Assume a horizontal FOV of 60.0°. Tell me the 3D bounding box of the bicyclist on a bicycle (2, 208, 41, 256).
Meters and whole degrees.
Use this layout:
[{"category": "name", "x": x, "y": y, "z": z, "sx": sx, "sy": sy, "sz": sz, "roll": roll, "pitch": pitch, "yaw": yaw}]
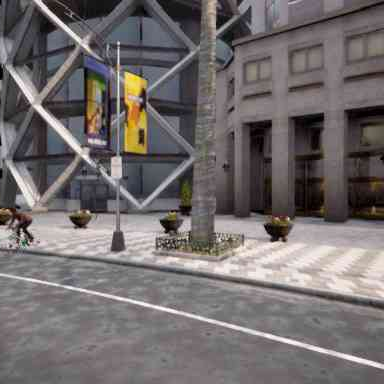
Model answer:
[{"category": "bicyclist on a bicycle", "x": -6.193, "y": 1.354, "z": 12.013, "sx": 0.582, "sy": 1.620, "sz": 1.656, "roll": 0, "pitch": 9, "yaw": 23}]
